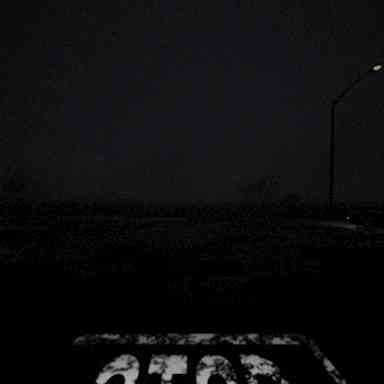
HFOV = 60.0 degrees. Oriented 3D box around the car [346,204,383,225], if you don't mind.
[{"bbox_3d":[13.689,1.620,23.935,4.892,1.490,1.837,-1,1,0],"label":"car"}]
